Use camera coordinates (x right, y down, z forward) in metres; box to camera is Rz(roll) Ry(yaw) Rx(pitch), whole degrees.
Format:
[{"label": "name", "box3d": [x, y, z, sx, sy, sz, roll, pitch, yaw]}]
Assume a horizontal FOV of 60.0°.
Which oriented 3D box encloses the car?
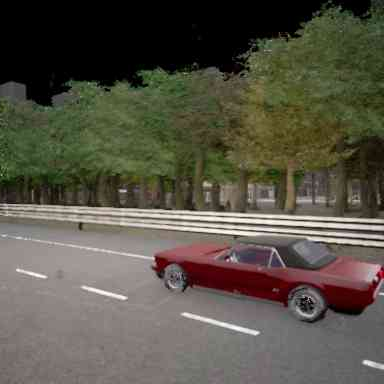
[{"label": "car", "box3d": [1.370, 1.602, 7.185, 4.718, 1.301, 1.895, 0, 0, 36]}]
